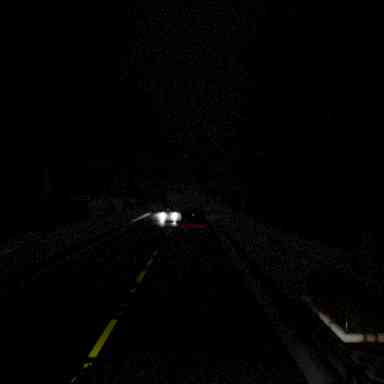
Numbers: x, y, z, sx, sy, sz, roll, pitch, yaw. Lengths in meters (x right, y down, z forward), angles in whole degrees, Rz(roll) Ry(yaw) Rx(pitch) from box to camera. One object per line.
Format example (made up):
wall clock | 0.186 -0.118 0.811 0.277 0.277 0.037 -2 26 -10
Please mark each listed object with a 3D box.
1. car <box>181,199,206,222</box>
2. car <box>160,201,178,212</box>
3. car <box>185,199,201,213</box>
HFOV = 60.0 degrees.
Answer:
car | 0.107 1.612 27.429 1.882 1.535 5.008 0 -1 0
car | -2.832 1.812 41.583 1.895 1.301 4.718 0 0 0
car | 0.110 1.692 42.417 1.882 1.535 5.008 0 0 0
